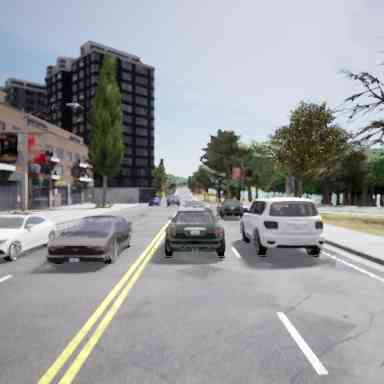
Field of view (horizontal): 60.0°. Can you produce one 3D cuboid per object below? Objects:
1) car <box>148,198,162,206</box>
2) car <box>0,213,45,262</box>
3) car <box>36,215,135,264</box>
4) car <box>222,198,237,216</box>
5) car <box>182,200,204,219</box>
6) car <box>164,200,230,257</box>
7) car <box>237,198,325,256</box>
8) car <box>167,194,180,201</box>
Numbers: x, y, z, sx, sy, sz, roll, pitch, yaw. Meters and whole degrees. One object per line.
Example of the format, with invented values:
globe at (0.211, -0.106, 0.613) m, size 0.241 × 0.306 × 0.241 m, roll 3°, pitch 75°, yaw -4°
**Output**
car at (-6.466, 1.707, 58.448) m, size 1.882 × 1.535 × 5.008 m, roll 0°, pitch -1°, yaw 0°
car at (-6.604, 1.533, 12.320) m, size 1.812 × 1.442 × 4.674 m, roll 0°, pitch 0°, yaw 0°
car at (-3.344, 1.555, 12.099) m, size 2.033 × 1.411 × 5.357 m, roll 0°, pitch 0°, yaw 0°
car at (3.368, 1.396, 29.799) m, size 2.097 × 1.767 × 4.553 m, roll 0°, pitch 0°, yaw 0°
car at (0.118, 1.549, 30.181) m, size 1.837 × 1.490 × 4.892 m, roll 0°, pitch 0°, yaw 0°
car at (0.107, 1.361, 13.159) m, size 2.097 × 1.767 × 4.553 m, roll 0°, pitch 0°, yaw 0°
car at (3.358, 1.231, 13.286) m, size 2.150 × 2.045 × 5.566 m, roll 0°, pitch 0°, yaw 0°
car at (-3.215, 1.451, 58.519) m, size 2.150 × 2.045 × 5.566 m, roll 0°, pitch -1°, yaw 0°
